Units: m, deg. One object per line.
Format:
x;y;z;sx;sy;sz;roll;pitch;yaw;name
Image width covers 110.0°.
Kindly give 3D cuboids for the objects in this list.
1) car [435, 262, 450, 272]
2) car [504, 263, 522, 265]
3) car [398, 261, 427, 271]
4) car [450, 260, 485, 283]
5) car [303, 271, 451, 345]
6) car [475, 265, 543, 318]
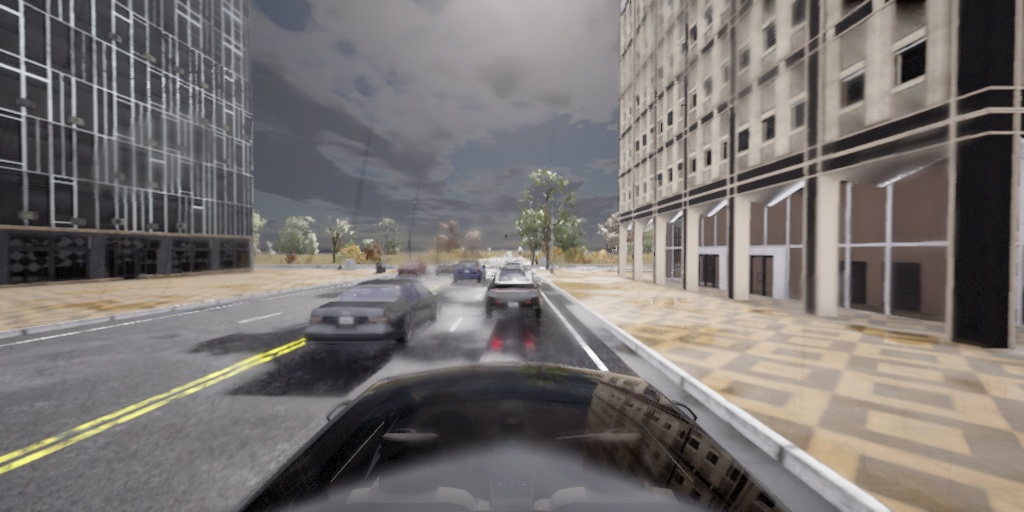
-6.579;1.312;36.954;1.994;1.385;4.181;0;0;0;car
0.068;1.257;27.963;1.837;1.490;4.892;0;0;0;car
-9.835;1.226;35.834;1.882;1.535;5.008;0;0;0;car
-3.184;1.104;27.686;2.097;1.767;4.553;0;0;0;car
-3.203;1.301;9.480;2.033;1.411;5.357;0;0;1;car
0.070;1.246;13.036;2.128;1.511;4.902;0;0;0;car
